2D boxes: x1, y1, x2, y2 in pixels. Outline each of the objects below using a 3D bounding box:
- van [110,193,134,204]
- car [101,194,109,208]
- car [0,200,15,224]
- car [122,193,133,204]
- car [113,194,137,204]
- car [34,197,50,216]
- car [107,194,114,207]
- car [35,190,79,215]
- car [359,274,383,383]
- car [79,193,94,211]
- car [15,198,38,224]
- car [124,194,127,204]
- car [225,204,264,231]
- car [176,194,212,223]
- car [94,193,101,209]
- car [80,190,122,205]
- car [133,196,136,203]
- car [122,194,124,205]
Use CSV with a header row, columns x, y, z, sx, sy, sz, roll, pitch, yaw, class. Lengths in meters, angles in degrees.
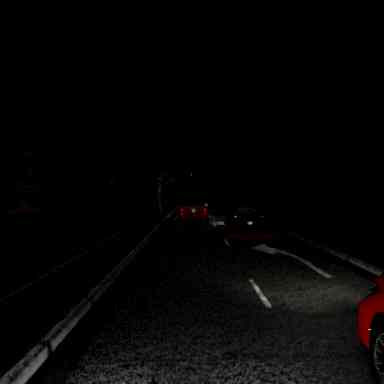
x,y,z,sx,sy,sz,roll,pitch,yaw,class
-13.603,1.264,64.464,4.442,1.987,1.878,-1,-1,-19,van
-13.804,1.420,43.389,4.892,1.521,2.231,-1,0,-20,car
-13.792,1.178,19.397,5.566,2.045,2.435,-1,0,-20,car
-13.791,1.218,58.392,5.566,2.045,2.435,-1,0,-20,car
-13.628,1.376,67.442,4.553,1.767,2.185,-1,0,-19,car
-13.982,1.411,25.316,5.366,1.575,1.946,-1,0,-20,car
-13.819,1.457,46.374,4.792,1.488,2.163,-1,0,-20,car
-13.832,1.152,31.367,5.566,2.045,2.435,-1,0,-20,car
3.100,1.221,1.670,2.150,2.045,5.566,0,0,0,car
-13.771,1.280,37.394,4.553,1.767,2.185,-1,0,-20,car
-13.637,1.413,22.450,5.366,1.575,1.946,-1,0,-20,car
-13.770,1.498,55.394,4.674,1.452,2.002,-1,0,-20,car
3.102,1.460,20.050,1.812,1.442,4.674,0,0,0,car
0.102,1.271,24.534,2.097,1.767,4.553,0,0,0,car
-13.832,1.286,40.380,4.553,1.767,2.185,-1,0,-20,car
-13.820,1.186,49.378,5.566,2.045,2.435,-1,0,-20,car
-13.718,1.229,61.428,5.566,2.045,2.435,-1,-1,-20,car
-13.959,1.447,52.327,5.366,1.575,1.946,-1,0,-20,car
